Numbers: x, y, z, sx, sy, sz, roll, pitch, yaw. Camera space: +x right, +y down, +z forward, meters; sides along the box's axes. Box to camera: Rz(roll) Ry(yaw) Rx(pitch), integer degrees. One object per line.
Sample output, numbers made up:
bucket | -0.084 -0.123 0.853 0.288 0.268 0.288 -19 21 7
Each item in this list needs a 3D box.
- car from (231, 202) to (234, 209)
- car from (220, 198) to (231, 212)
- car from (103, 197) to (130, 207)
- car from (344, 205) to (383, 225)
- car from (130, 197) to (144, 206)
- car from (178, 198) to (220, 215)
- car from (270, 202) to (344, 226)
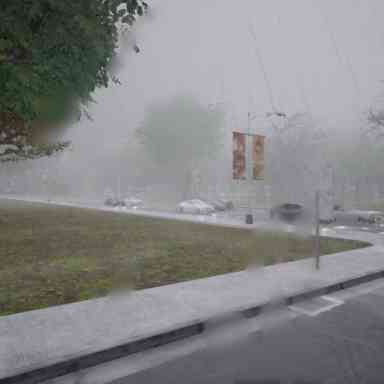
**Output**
car | 3.237 1.494 41.352 1.812 1.442 4.674 0 0 -35
car | 1.796 1.479 37.433 1.837 1.490 4.892 0 0 -35
car | -12.077 1.519 51.477 2.033 1.411 5.357 0 0 -35
car | 11.154 1.589 24.284 1.895 1.301 4.718 0 0 -35
car | -9.444 1.514 53.384 1.812 1.442 4.674 0 0 -35
car | 0.358 1.505 33.824 1.812 1.442 4.674 0 0 -35
car | 7.733 1.495 23.485 1.837 1.490 4.892 0 0 -35
